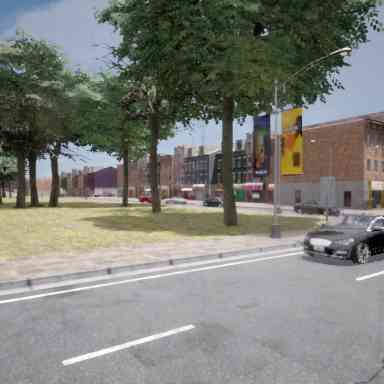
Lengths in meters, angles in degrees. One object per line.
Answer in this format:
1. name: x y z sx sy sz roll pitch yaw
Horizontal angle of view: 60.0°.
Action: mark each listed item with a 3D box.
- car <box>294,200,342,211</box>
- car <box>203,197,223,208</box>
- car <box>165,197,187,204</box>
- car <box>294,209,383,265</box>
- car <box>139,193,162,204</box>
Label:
1. car: 12.232 1.588 32.288 1.837 1.490 4.892 1 0 -35
2. car: 3.457 1.457 44.618 1.837 1.490 4.892 1 0 -35
3. car: -2.863 1.488 58.485 1.895 1.301 4.718 1 0 -35
4. car: 6.018 1.538 11.900 4.902 1.511 2.128 1 0 -35
5. car: -7.569 1.168 60.266 2.150 2.045 5.566 1 0 -35
